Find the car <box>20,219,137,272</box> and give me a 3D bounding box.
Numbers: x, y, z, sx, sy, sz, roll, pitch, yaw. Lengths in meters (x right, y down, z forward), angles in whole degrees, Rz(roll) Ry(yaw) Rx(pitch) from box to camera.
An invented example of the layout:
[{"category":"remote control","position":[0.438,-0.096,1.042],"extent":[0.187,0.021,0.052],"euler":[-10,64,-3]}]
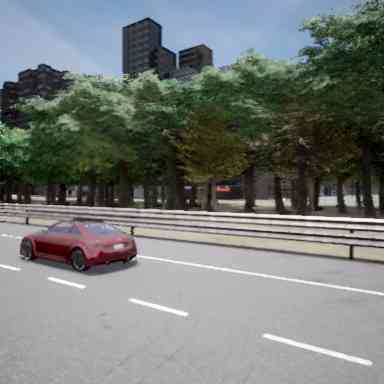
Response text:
[{"category":"car","position":[-3.770,1.567,10.868],"extent":[4.181,1.385,1.994],"euler":[0,0,36]}]
